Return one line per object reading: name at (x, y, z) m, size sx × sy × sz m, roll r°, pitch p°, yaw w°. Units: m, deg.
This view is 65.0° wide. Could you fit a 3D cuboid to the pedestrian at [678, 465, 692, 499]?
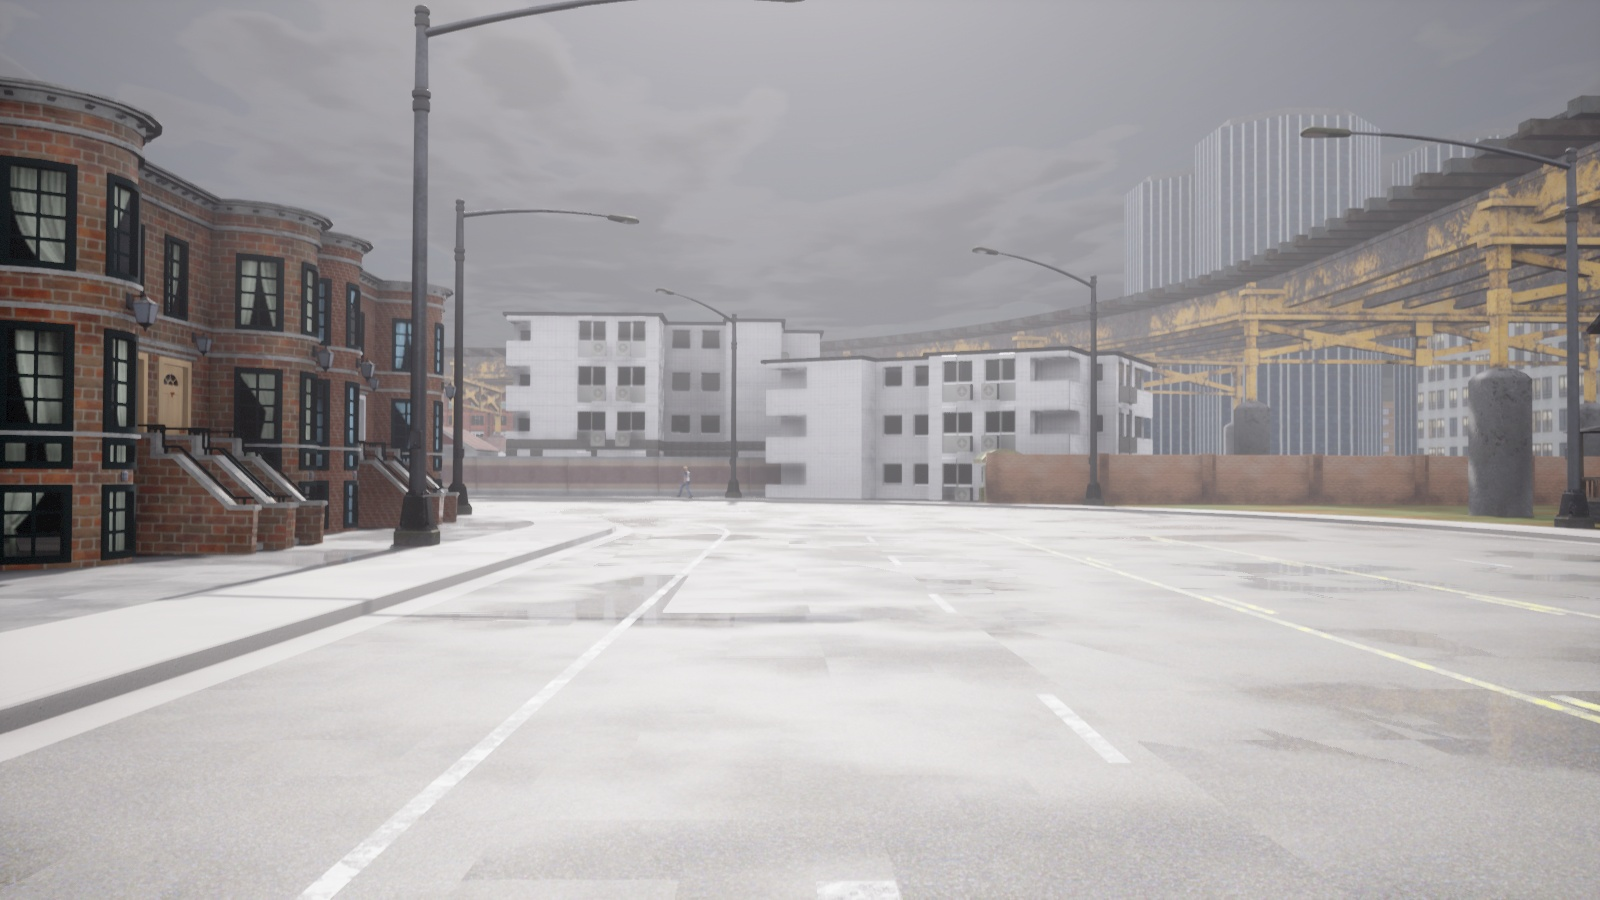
pedestrian at (-6.307, 1.754, 68.913) m, size 0.706 × 1.836 × 0.354 m, roll -1°, pitch -1°, yaw 22°
